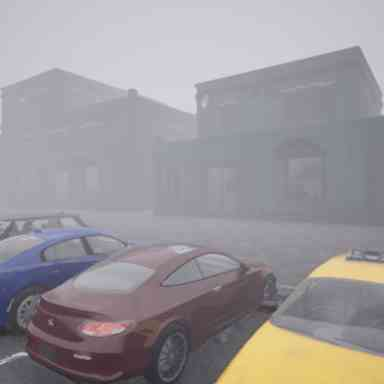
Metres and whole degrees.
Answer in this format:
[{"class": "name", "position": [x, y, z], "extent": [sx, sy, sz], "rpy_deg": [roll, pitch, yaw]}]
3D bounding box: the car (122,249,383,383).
[{"class": "car", "position": [1.937, 1.476, 3.660], "extent": [1.946, 1.575, 5.366], "rpy_deg": [0, 0, 36]}]

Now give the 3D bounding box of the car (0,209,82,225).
[{"class": "car", "position": [-4.669, 1.379, 8.641], "extent": [2.185, 1.767, 4.553], "rpy_deg": [0, 0, 36]}]

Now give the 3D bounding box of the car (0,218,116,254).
[{"class": "car", "position": [-2.445, 1.492, 7.009], "extent": [2.097, 1.535, 5.008], "rpy_deg": [0, 0, 36]}]

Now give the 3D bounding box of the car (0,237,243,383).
[{"class": "car", "position": [-0.201, 1.524, 5.411], "extent": [2.002, 1.452, 4.674], "rpy_deg": [0, 0, 36]}]
